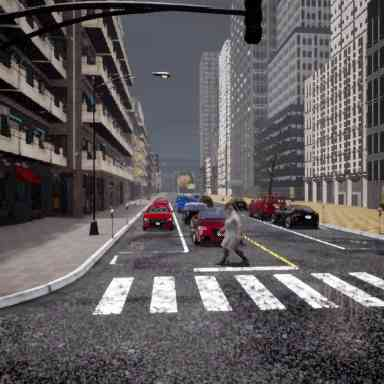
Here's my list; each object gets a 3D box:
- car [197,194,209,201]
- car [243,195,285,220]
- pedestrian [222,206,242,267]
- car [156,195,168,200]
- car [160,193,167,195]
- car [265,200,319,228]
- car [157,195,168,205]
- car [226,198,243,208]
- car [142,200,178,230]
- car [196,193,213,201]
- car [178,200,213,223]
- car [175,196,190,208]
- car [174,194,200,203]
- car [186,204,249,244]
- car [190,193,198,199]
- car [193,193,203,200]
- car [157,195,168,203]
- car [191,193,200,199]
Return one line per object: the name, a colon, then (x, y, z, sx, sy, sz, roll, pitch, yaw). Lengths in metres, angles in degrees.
car: (2.315, 1.181, 70.231, 1.947, 1.339, 4.313, 0, 0, -5)
car: (5.896, 1.154, 26.193, 2.192, 1.841, 5.009, 0, 0, -5)
pedestrian: (1.173, 1.237, 9.813, 0.375, 1.860, 0.375, 0, 0, -5)
car: (-3.353, 1.343, 36.524, 1.887, 1.381, 4.507, 0, 0, -5)
car: (-4.234, 1.267, 47.364, 1.752, 1.417, 4.829, 0, 0, -5)
car: (6.342, 1.436, 20.689, 1.947, 1.339, 4.313, 0, 0, -5)
car: (-4.682, 1.239, 52.870, 1.752, 1.417, 4.829, 0, 0, -5)
car: (5.000, 1.346, 37.202, 1.947, 1.339, 4.313, 0, 0, -5)
car: (-2.010, 1.433, 20.011, 1.887, 1.381, 4.507, 0, 0, -5)
car: (1.728, 1.250, 44.787, 1.837, 1.490, 4.892, 0, 0, -4)
car: (0.271, 1.463, 23.859, 1.895, 1.301, 4.718, 0, 0, -5)
car: (-1.365, 1.256, 44.612, 1.837, 1.490, 4.892, 0, 0, -4)
car: (-0.563, 1.284, 34.229, 1.882, 1.535, 5.008, 0, 0, -4)
car: (0.980, 1.476, 15.108, 1.994, 1.385, 4.181, 0, 0, -5)
car: (0.526, 1.071, 92.250, 2.008, 1.369, 4.403, 0, 0, -5)
car: (1.421, 1.008, 81.239, 1.967, 1.590, 4.097, 0, 0, -5)
car: (-5.143, 1.251, 58.543, 1.947, 1.339, 4.313, 0, 0, -5)
car: (0.973, 1.095, 86.745, 2.008, 1.369, 4.403, 0, 0, -5)
